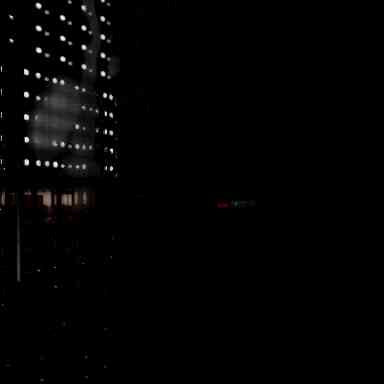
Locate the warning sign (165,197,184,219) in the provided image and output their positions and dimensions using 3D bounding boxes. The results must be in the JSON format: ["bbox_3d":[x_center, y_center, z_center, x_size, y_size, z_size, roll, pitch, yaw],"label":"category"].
[{"bbox_3d":[-1.491,1.335,28.865,1.300,1.860,1.060,0,0,34],"label":"warning sign"}]

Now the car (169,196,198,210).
[{"bbox_3d":[-1.229,1.682,51.944,2.150,2.045,5.566,-1,-1,34],"label":"car"}]

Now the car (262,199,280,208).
[{"bbox_3d":[13.563,1.922,56.990,1.882,1.535,5.008,-1,-1,31],"label":"car"}]

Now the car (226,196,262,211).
[{"bbox_3d":[7.473,1.599,47.261,2.150,2.045,5.566,-1,0,34],"label":"car"}]

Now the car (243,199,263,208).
[{"bbox_3d":[10.782,1.999,58.671,1.812,1.442,4.674,-1,-1,31],"label":"car"}]

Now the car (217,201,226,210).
[{"bbox_3d":[5.775,2.016,50.591,1.895,1.301,4.718,-1,-1,33],"label":"car"}]
